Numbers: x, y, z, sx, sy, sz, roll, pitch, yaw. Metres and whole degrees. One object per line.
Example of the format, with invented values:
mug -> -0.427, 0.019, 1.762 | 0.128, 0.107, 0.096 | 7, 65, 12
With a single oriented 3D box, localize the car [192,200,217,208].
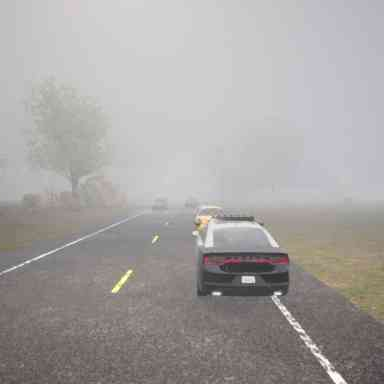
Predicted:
car -> 1.045, 1.449, 18.843 | 1.801, 1.575, 5.366 | 0, 0, 0

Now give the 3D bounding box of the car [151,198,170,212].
car -> -3.612, 1.476, 38.873 | 1.837, 1.490, 4.892 | 0, 0, 0

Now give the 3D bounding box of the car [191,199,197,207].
car -> 1.043, 1.515, 24.654 | 1.812, 1.442, 4.674 | 0, 0, 0

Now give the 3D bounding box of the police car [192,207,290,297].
police car -> 1.048, 1.423, 8.763 | 1.930, 1.638, 5.238 | 0, 0, 0

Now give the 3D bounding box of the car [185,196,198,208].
car -> 0.021, 1.522, 46.613 | 1.994, 1.385, 4.181 | 0, 0, 1
